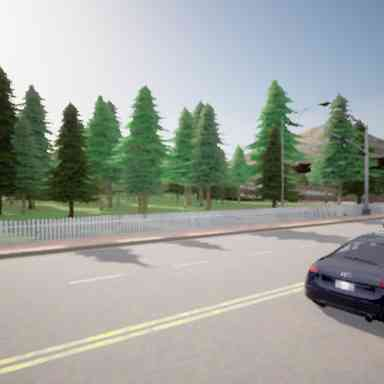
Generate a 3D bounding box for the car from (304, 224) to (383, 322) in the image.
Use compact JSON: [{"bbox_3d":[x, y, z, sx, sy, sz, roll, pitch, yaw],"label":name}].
[{"bbox_3d":[4.219,1.543,6.779,4.181,1.385,1.994,0,0,-35],"label":"car"}]
